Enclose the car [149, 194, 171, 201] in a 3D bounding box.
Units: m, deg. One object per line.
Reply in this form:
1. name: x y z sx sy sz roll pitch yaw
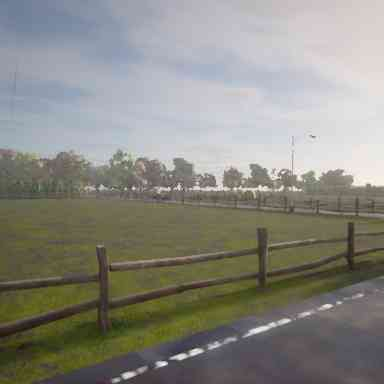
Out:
1. car: -5.714 0.994 59.231 1.895 1.301 4.718 1 0 -36
